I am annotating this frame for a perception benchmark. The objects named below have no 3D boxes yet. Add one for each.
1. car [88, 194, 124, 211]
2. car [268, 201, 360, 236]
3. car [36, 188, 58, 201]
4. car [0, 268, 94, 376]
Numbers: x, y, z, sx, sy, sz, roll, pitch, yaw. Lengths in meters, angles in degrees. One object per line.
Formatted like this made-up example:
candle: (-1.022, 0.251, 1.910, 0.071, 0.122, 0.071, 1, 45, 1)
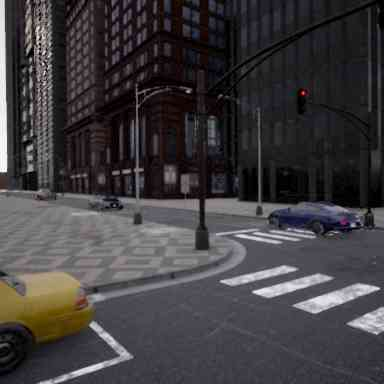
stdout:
car: (-7.609, 0.908, 29.306, 1.994, 1.385, 4.181, -1, 2, -36)
car: (5.745, 1.175, 16.126, 1.812, 1.442, 4.674, 0, 1, -28)
car: (-20.909, 0.298, 47.875, 2.097, 1.767, 4.553, -1, 2, -36)
car: (-3.727, 1.537, 3.989, 4.829, 1.417, 1.752, -1, 1, -35)
